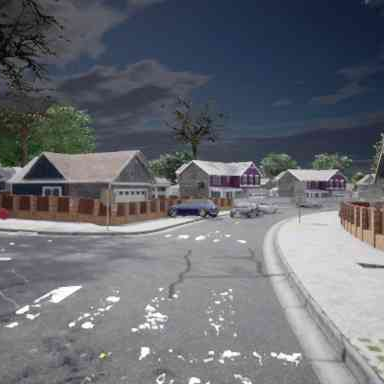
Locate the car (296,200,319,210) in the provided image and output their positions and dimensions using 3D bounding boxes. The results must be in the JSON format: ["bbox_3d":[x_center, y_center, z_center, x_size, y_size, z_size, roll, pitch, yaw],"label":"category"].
[{"bbox_3d":[17.152,1.850,49.253,1.994,1.385,4.181,1,0,43],"label":"car"}]

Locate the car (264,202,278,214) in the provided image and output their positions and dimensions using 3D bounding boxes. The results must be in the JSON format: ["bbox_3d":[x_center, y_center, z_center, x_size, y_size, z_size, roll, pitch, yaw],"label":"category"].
[{"bbox_3d":[8.008,1.762,36.981,1.895,1.301,4.718,0,0,31],"label":"car"}]

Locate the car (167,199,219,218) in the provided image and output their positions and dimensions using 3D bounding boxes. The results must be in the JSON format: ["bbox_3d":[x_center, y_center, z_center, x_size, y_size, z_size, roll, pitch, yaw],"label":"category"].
[{"bbox_3d":[0.018,1.403,29.542,4.553,1.767,2.097,-1,-1,30],"label":"car"}]

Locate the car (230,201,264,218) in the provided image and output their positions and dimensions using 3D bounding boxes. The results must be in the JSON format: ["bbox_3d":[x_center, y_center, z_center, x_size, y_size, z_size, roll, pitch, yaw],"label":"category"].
[{"bbox_3d":[5.131,1.643,31.729,1.812,1.442,4.674,0,0,27],"label":"car"}]

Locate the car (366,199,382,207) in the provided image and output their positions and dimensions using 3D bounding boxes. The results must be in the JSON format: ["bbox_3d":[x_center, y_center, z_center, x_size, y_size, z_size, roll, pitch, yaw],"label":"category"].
[{"bbox_3d":[34.935,2.057,63.679,4.902,1.511,2.128,1,0,-33],"label":"car"}]
